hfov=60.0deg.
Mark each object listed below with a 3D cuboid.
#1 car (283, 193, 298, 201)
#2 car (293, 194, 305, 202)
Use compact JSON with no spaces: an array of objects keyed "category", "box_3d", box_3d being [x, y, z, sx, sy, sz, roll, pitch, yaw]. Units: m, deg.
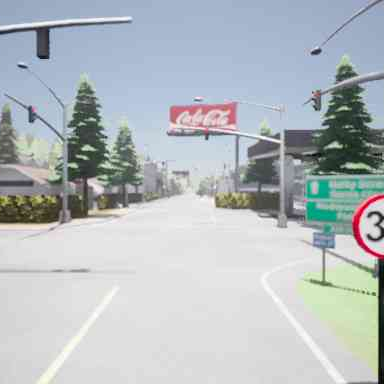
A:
[{"category":"car","box_3d":[22.406,1.083,75.723,1.932,1.855,4.605,0,0,0]},{"category":"car","box_3d":[22.465,1.370,67.244,1.970,1.475,3.806,0,0,0]}]
